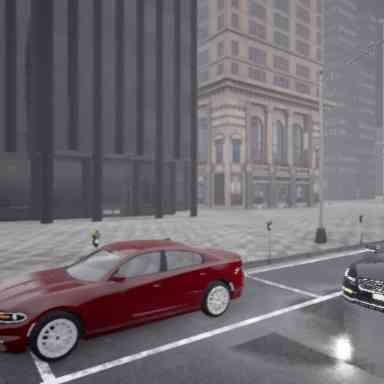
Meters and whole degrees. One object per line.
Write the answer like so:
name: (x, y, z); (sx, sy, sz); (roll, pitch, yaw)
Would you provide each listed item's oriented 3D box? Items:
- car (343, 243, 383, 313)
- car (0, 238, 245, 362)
car: (5.141, 1.540, 7.044); (4.892, 1.490, 1.837); (0, 0, -35)
car: (-1.062, 1.555, 5.895); (4.507, 1.381, 1.887); (0, 0, -35)
